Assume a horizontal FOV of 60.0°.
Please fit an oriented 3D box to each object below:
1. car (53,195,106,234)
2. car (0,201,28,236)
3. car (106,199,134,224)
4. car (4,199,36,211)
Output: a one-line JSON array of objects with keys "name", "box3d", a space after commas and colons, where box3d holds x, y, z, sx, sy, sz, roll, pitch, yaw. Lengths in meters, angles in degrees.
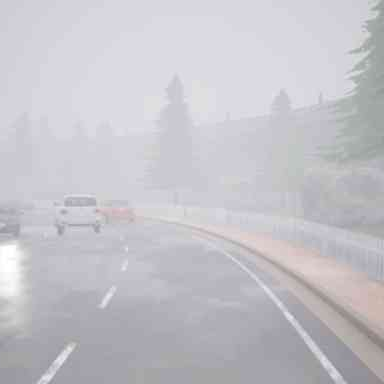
[{"name": "car", "box3d": [-6.752, 1.170, 19.382, 2.150, 2.045, 5.566, 0, 0, -25]}, {"name": "car", "box3d": [-10.022, 1.445, 17.512, 2.128, 1.511, 4.902, 0, 0, -25]}, {"name": "car", "box3d": [-5.974, 1.287, 24.643, 2.097, 1.767, 4.553, 0, 0, -32]}, {"name": "car", "box3d": [-19.833, 1.450, 37.004, 5.357, 1.411, 2.033, 0, 0, 26]}]
